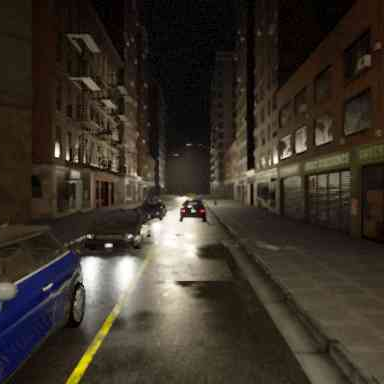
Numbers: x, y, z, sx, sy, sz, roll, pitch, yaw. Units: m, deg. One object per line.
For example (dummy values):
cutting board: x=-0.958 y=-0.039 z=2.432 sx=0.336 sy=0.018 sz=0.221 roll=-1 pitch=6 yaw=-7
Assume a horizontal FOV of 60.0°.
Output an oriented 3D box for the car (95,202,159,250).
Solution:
car: x=-2.777 y=1.372 z=13.751 sx=2.033 sy=1.411 sz=5.357 roll=0 pitch=1 yaw=0

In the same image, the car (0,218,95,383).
car: x=-2.860 y=1.304 z=3.777 sx=2.097 sy=1.767 sz=4.553 roll=0 pitch=1 yaw=0

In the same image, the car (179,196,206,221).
car: x=0.055 y=1.250 z=23.920 sx=2.033 sy=1.411 sz=5.357 roll=0 pitch=1 yaw=0

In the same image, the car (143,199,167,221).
car: x=-2.841 y=1.253 z=24.163 sx=2.033 sy=1.411 sz=5.357 roll=0 pitch=1 yaw=0

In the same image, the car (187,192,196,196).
car: x=-0.147 y=0.708 z=75.588 sx=1.882 sy=1.535 sz=5.008 roll=0 pitch=0 yaw=0
